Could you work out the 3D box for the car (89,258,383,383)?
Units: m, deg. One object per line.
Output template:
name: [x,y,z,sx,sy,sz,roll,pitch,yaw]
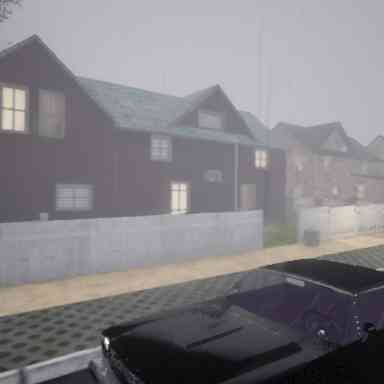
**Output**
car: [1.318,1.601,3.965,4.718,1.301,1.895,0,0,-35]
